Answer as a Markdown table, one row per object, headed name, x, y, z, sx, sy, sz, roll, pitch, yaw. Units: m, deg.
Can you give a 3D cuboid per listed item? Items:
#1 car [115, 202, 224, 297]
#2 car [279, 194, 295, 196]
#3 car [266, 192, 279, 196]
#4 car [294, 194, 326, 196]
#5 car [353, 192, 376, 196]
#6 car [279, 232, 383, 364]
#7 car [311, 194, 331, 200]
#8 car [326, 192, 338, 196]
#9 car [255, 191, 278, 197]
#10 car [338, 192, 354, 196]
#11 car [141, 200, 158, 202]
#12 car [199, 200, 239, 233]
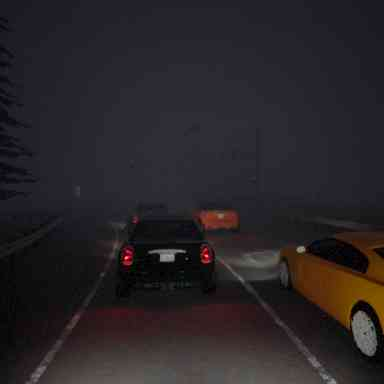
| name | x | y | z | sx | sy | sz | roll | pitch | yaw |
| --- | --- | --- | --- | --- | --- | --- | --- | --- | --- |
| car | -0.720 | 1.303 | 8.694 | 2.097 | 1.767 | 4.553 | 0 | 0 | -6 |
| car | 20.818 | 1.096 | 67.558 | 4.892 | 1.490 | 1.837 | 0 | 0 | -19 |
| car | 18.702 | 1.177 | 70.525 | 4.718 | 1.301 | 1.895 | 0 | 0 | -19 |
| car | 22.870 | 1.208 | 64.574 | 4.718 | 1.301 | 1.895 | 0 | 0 | -19 |
| car | 37.476 | 1.086 | 70.760 | 4.902 | 1.511 | 2.128 | 0 | 0 | -26 |
| car | 3.098 | 1.441 | 5.868 | 1.882 | 1.535 | 5.008 | 0 | 0 | -4 |
| car | 30.707 | 1.073 | 79.065 | 4.181 | 1.385 | 1.994 | 0 | 0 | -26 |
| car | 32.818 | 0.890 | 76.218 | 4.553 | 1.767 | 2.097 | 0 | 0 | -26 |
| car | 16.551 | 0.792 | 73.476 | 5.566 | 2.045 | 2.150 | 0 | 0 | -19 |
| car | 35.482 | 0.901 | 73.663 | 4.553 | 1.767 | 2.097 | 0 | 0 | -26 |
| car | -2.282 | 1.255 | 17.487 | 2.097 | 1.767 | 4.553 | 0 | 0 | -13 |
| car | 1.026 | 1.244 | 18.923 | 2.097 | 1.767 | 4.553 | 0 | 0 | -12 |
